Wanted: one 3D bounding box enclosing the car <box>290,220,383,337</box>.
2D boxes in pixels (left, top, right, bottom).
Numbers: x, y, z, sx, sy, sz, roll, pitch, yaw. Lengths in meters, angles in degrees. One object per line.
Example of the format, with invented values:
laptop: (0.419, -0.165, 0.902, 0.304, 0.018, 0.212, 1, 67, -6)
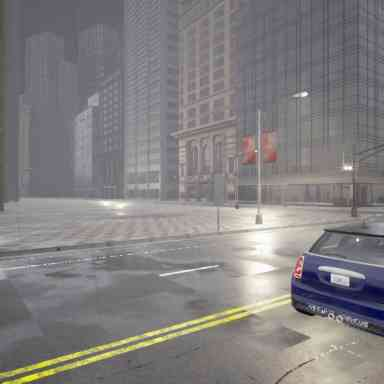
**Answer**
car: (3.974, 1.352, 6.293, 4.553, 1.767, 2.097, 0, 0, -36)
